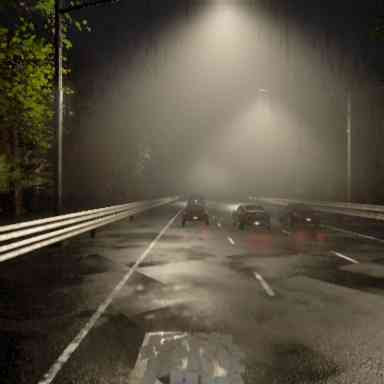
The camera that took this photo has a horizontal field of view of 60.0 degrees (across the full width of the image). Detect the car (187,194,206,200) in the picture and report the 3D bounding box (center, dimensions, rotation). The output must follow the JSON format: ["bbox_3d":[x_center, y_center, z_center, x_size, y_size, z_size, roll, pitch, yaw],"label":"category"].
[{"bbox_3d":[0.549,1.250,42.575,2.150,2.045,5.566,0,0,1],"label":"car"}]

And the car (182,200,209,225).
[{"bbox_3d":[0.256,1.544,24.307,1.812,1.442,4.674,0,0,1],"label":"car"}]

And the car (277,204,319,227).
[{"bbox_3d":[7.228,1.543,22.882,1.812,1.442,4.674,0,0,0],"label":"car"}]

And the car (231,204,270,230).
[{"bbox_3d":[3.724,1.521,21.405,1.837,1.490,4.892,0,0,1],"label":"car"}]
